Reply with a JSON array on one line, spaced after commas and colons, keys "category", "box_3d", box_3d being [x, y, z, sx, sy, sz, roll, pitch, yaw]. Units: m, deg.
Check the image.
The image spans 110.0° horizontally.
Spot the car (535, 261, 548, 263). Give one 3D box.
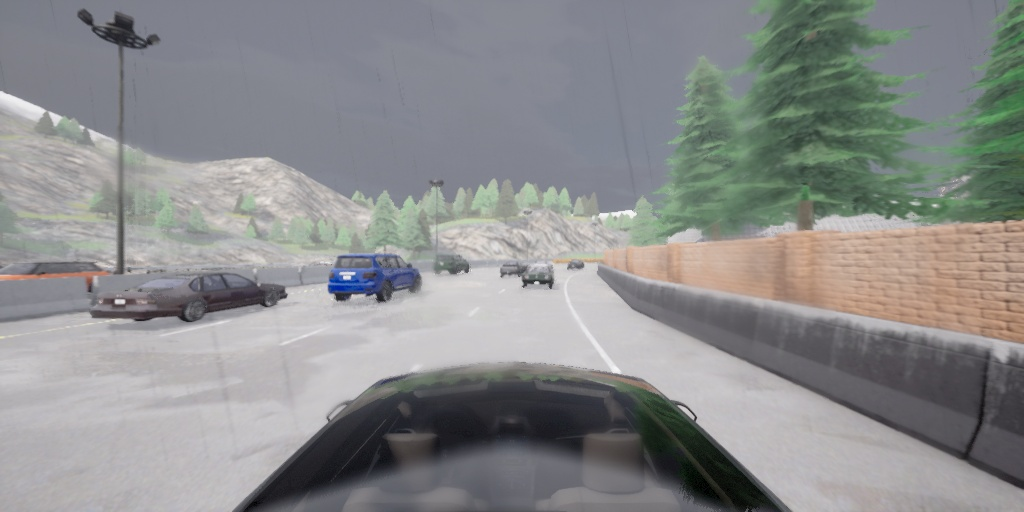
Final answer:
[{"category": "car", "box_3d": [4.111, 1.285, 47.628, 1.895, 1.301, 4.718, 0, 0, 18]}]

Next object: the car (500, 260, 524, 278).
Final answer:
[{"category": "car", "box_3d": [0.220, 1.186, 33.398, 2.128, 1.511, 4.902, 0, 0, 13]}]

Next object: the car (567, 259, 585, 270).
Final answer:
[{"category": "car", "box_3d": [9.326, 1.221, 51.917, 1.812, 1.442, 4.674, 0, 0, 21]}]

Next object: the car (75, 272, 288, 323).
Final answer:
[{"category": "car", "box_3d": [-10.057, 1.241, 11.884, 2.033, 1.411, 5.357, 0, 0, 5]}]

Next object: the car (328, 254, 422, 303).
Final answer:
[{"category": "car", "box_3d": [-6.092, 0.923, 16.641, 2.150, 2.045, 5.566, 0, 0, 7]}]

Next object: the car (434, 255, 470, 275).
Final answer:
[{"category": "car", "box_3d": [-6.127, 0.886, 37.165, 2.150, 2.045, 5.566, 0, 0, 13]}]

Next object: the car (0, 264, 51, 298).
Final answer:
[{"category": "car", "box_3d": [-23.915, 1.139, 15.353, 1.837, 1.490, 4.892, 0, 0, 5]}]

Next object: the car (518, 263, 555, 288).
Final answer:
[{"category": "car", "box_3d": [1.844, 1.319, 23.688, 1.895, 1.301, 4.718, 0, 0, 9]}]

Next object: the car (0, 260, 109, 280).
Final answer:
[{"category": "car", "box_3d": [-20.392, 1.000, 15.329, 2.097, 1.767, 4.553, 0, 0, 5]}]
